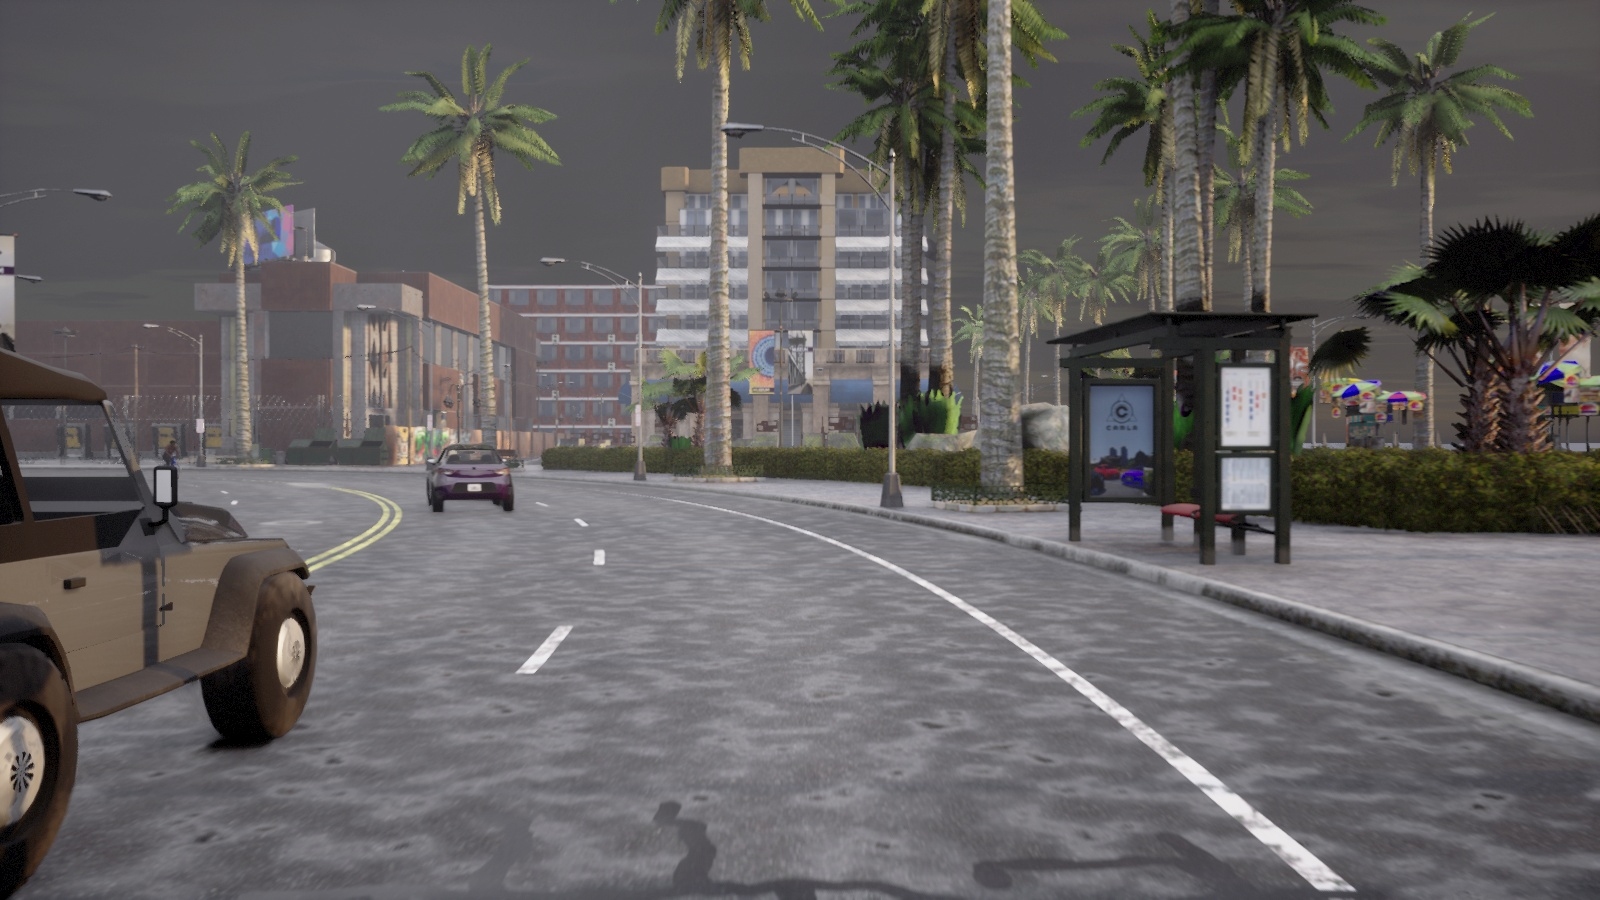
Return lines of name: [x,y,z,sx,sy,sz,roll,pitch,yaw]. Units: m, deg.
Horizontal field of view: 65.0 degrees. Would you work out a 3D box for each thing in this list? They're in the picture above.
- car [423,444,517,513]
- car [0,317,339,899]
car: [-7.673,0.591,28.965,1.816,1.474,4.193,0,0,-18]
car: [-3.507,0.511,5.095,1.905,1.878,3.866,0,0,-1]
